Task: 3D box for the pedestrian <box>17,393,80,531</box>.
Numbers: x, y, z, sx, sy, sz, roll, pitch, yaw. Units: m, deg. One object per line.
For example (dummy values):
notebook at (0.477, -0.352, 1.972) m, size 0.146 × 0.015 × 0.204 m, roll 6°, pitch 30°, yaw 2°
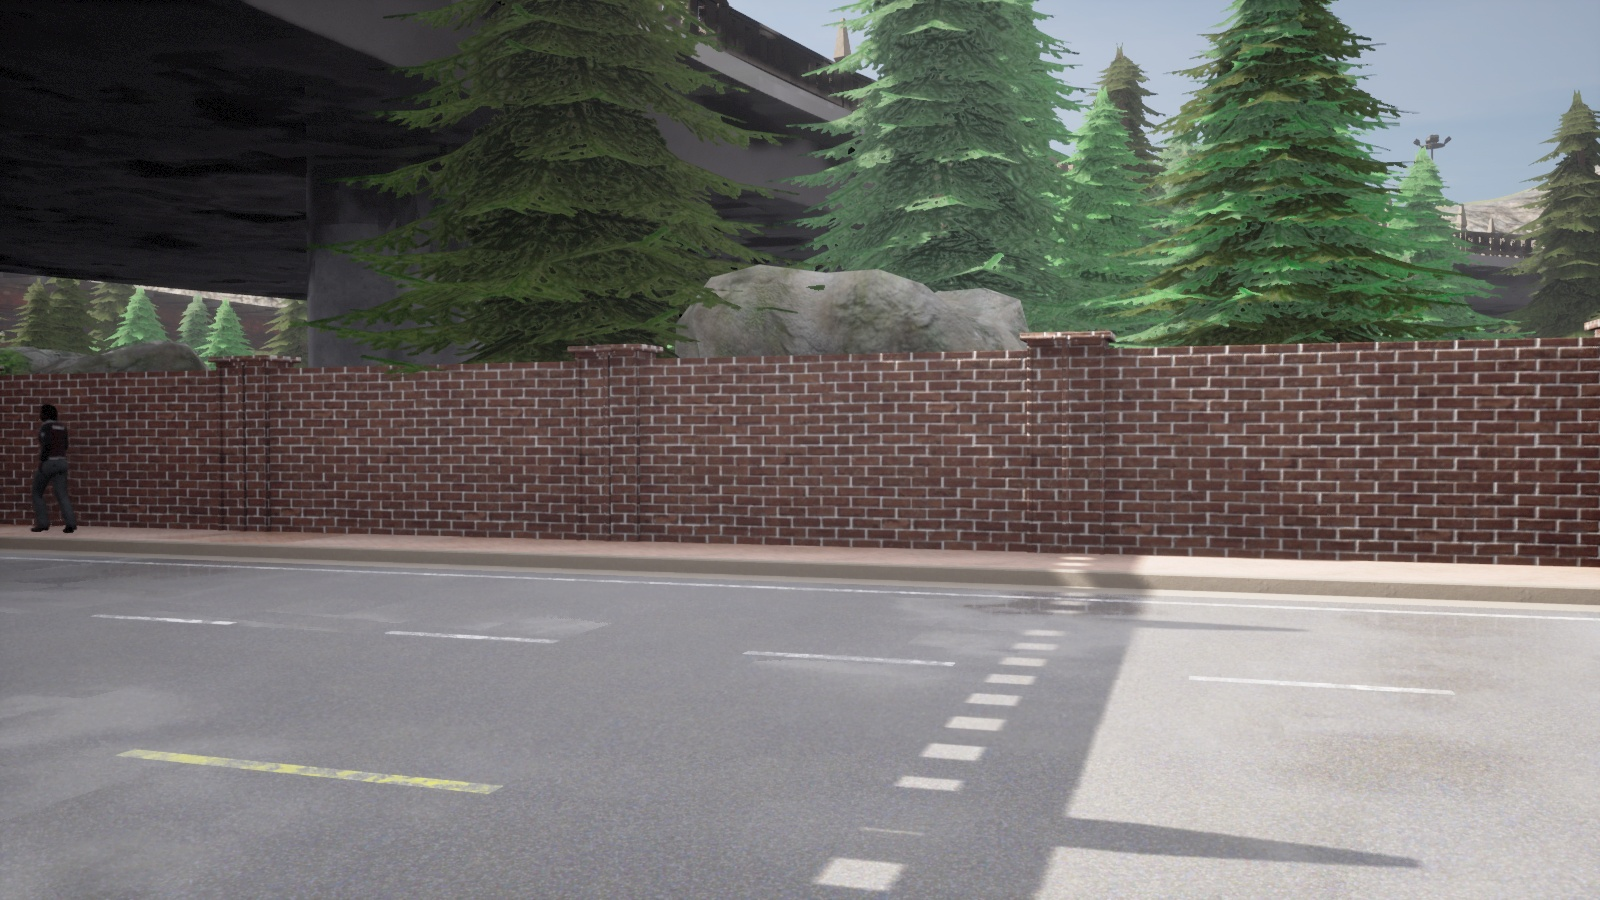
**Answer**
pedestrian at (-10.625, 0.161, 17.757) m, size 0.666 × 1.930 × 0.402 m, roll 0°, pitch 1°, yaw 16°
